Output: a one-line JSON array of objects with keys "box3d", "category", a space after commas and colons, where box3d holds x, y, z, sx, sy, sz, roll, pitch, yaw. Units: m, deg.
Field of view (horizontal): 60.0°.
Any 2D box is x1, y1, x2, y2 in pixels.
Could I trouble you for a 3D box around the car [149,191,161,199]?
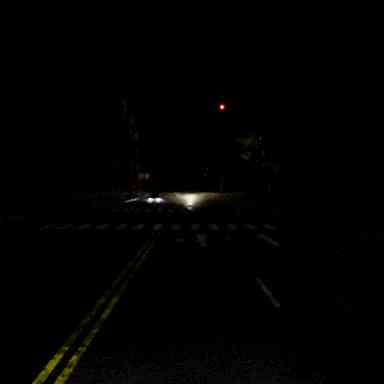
[{"box3d": [-6.874, 0.506, 61.619, 1.895, 1.301, 4.718, 0, 1, -2], "category": "car"}]
